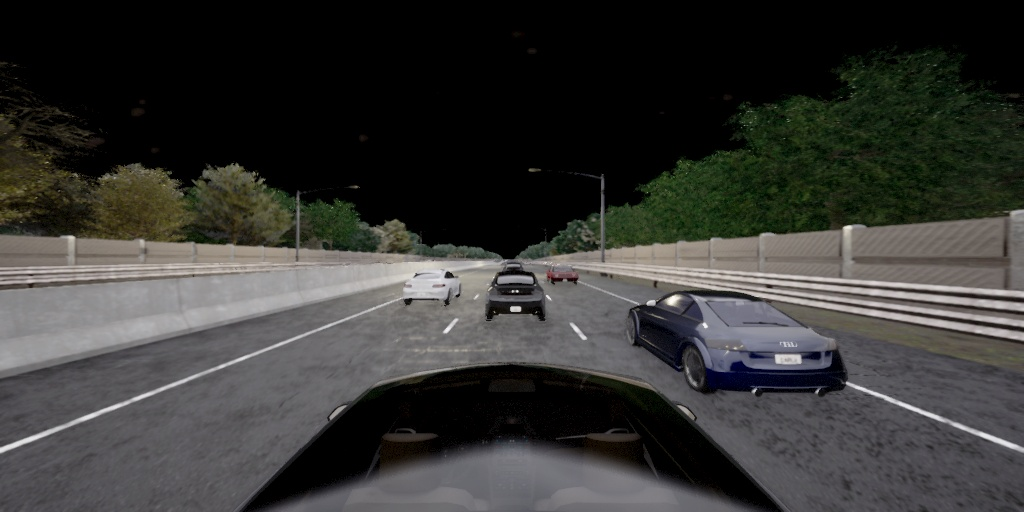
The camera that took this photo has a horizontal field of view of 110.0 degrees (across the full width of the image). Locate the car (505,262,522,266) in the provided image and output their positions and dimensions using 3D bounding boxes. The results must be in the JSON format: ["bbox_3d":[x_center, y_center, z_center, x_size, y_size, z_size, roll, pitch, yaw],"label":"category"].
[{"bbox_3d":[0.112,1.298,30.818,1.837,1.490,4.892,0,0,0],"label":"car"}]

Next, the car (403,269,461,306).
[{"bbox_3d":[-3.394,1.276,15.763,1.812,1.442,4.674,0,0,0],"label":"car"}]

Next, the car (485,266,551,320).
[{"bbox_3d":[0.105,1.255,12.552,1.837,1.490,4.892,0,0,0],"label":"car"}]

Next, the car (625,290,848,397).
[{"bbox_3d":[3.603,1.314,6.682,1.994,1.385,4.181,0,0,0],"label":"car"}]

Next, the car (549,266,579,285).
[{"bbox_3d":[3.610,1.373,26.606,1.895,1.301,4.718,0,0,0],"label":"car"}]
